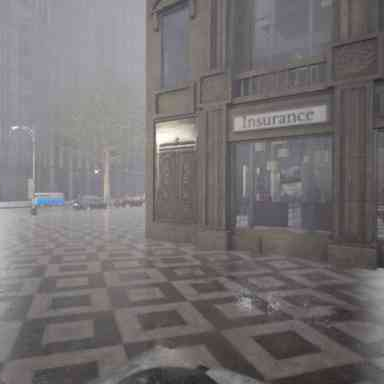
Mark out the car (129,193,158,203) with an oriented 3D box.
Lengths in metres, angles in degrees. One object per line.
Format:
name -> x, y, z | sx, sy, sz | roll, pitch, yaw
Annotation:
car -> -7.910, 0.948, 54.332 | 1.752, 1.417, 4.829 | 2, 2, 36

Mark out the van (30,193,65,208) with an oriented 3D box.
van -> -17.667, 0.987, 40.794 | 1.690, 1.788, 3.998 | 1, 1, 36

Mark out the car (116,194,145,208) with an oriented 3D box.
car -> -7.462, 1.188, 40.376 | 1.887, 1.381, 4.507 | 2, 2, 36

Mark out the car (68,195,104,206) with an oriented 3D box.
car -> -14.383, 1.126, 45.354 | 2.008, 1.369, 4.403 | 1, 2, 36

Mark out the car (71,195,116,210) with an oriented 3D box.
car -> -10.747, 1.279, 35.820 | 1.947, 1.339, 4.313 | 1, 2, 36
